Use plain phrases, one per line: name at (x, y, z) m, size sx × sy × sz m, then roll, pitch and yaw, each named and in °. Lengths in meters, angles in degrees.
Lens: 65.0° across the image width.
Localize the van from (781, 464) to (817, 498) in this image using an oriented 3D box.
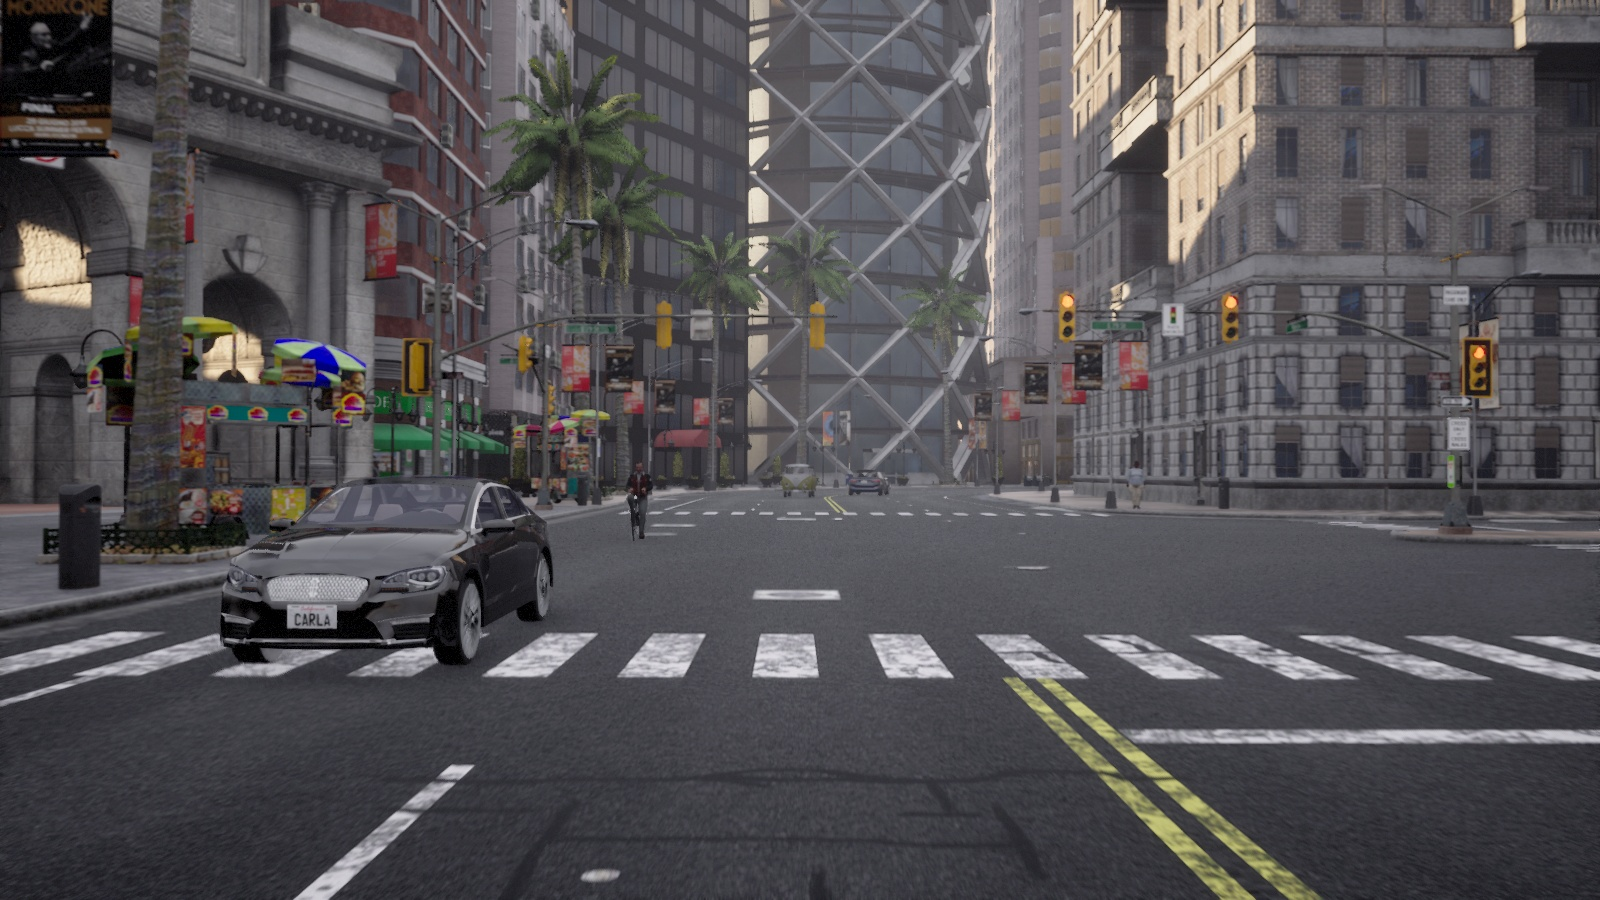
van at (-0.039, 1.817, 74.656) m, size 1.775 × 1.987 × 4.442 m, roll 0°, pitch -1°, yaw 5°

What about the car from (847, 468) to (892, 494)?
car at (4.598, 2.019, 82.306) m, size 2.242 × 1.667 × 4.611 m, roll 0°, pitch -1°, yaw 12°

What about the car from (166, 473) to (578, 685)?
car at (-3.530, 0.978, 11.540) m, size 2.128 × 1.511 × 4.902 m, roll 0°, pitch -1°, yaw 0°

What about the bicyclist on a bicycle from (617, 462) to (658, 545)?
bicyclist on a bicycle at (-3.571, 1.164, 27.739) m, size 0.659 × 1.776 × 1.843 m, roll 0°, pitch -1°, yaw 0°

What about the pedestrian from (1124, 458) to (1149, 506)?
pedestrian at (13.031, 1.234, 48.683) m, size 0.874 × 1.855 × 0.900 m, roll 0°, pitch -1°, yaw 13°
